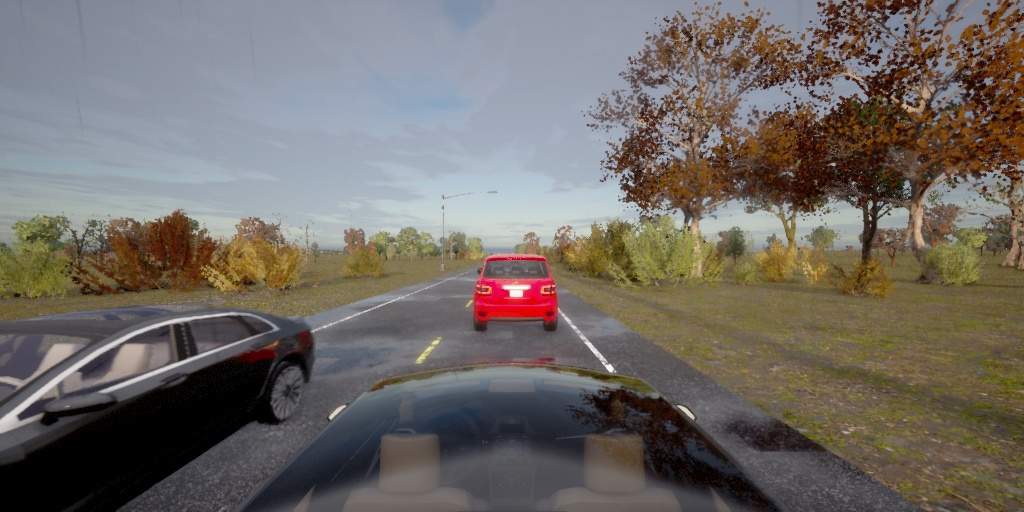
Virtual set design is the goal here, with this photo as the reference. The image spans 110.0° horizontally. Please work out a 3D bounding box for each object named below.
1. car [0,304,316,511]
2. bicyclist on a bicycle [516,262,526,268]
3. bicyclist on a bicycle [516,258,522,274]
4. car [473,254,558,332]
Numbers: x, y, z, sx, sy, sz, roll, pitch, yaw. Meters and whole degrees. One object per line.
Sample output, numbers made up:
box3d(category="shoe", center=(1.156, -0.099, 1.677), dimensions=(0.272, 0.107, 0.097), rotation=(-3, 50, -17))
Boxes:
box3d(category="car", center=(-3.604, 1.241, 2.940), dimensions=(2.128, 1.511, 4.902), rotation=(0, 0, 0))
box3d(category="bicyclist on a bicycle", center=(0.857, 1.110, 30.227), dimensions=(0.659, 1.776, 1.843), rotation=(0, 0, 0))
box3d(category="bicyclist on a bicycle", center=(0.781, 1.107, 40.240), dimensions=(0.659, 1.776, 1.843), rotation=(0, 0, 0))
box3d(category="car", center=(0.077, 0.968, 11.048), dimensions=(2.150, 2.045, 5.566), rotation=(0, 0, -1))
